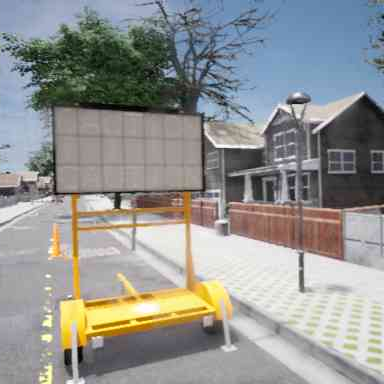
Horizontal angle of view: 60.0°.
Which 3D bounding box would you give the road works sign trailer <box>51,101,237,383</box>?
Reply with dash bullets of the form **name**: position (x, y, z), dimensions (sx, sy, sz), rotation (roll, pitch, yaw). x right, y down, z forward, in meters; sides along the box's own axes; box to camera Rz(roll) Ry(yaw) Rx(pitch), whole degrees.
- **road works sign trailer**: position (-0.975, 0.416, 5.466), dimensions (2.380, 3.560, 2.880), rotation (-2, 1, -22)
